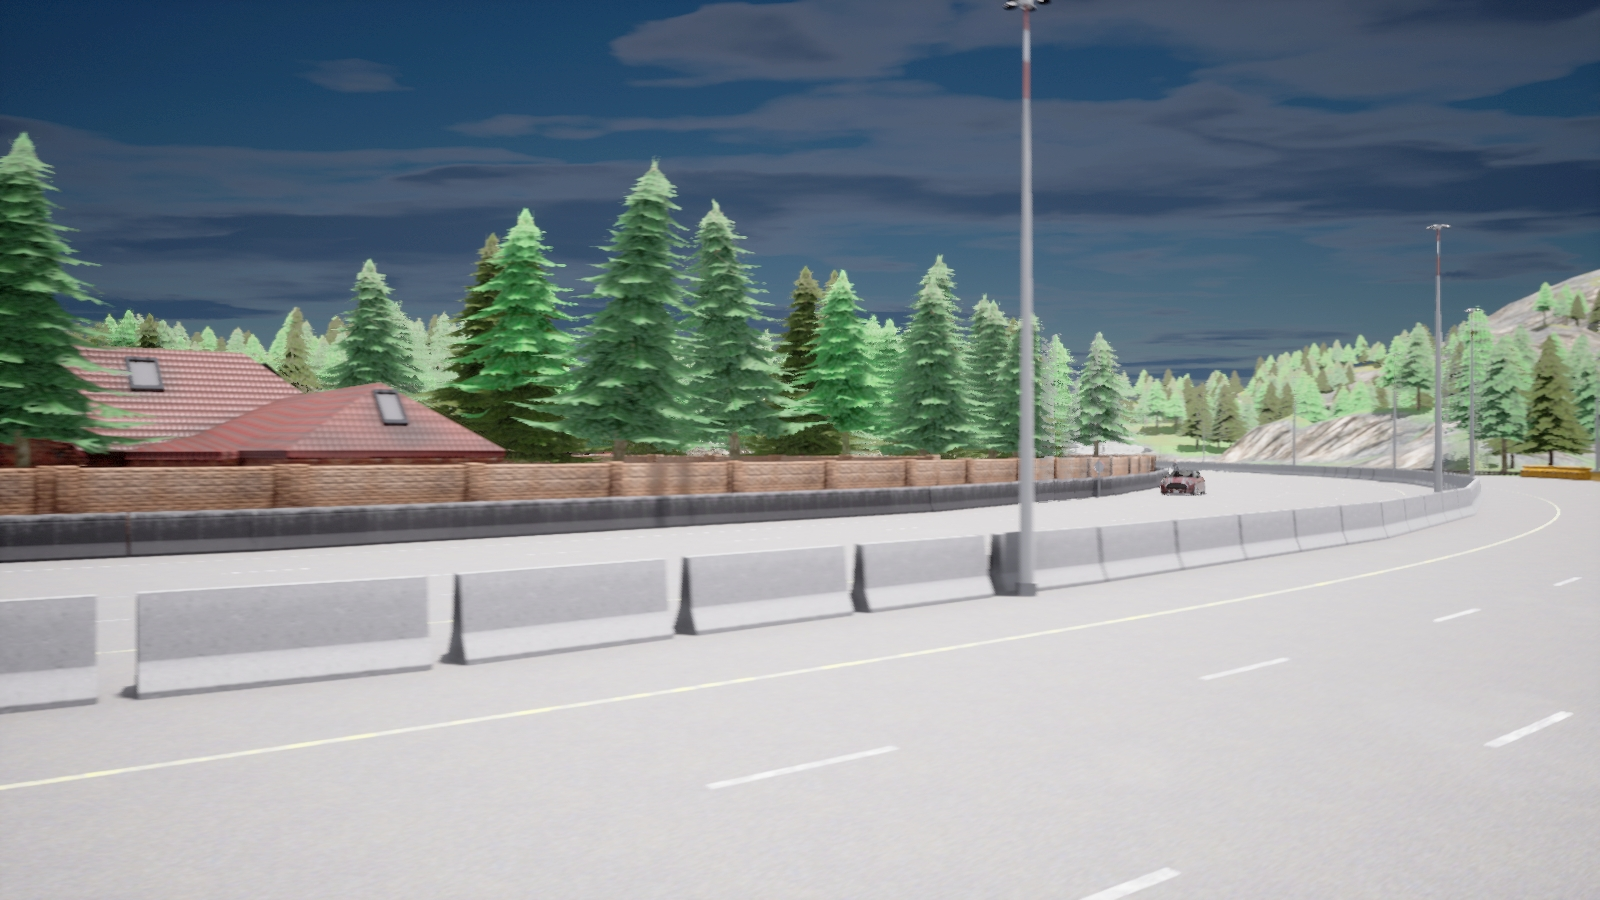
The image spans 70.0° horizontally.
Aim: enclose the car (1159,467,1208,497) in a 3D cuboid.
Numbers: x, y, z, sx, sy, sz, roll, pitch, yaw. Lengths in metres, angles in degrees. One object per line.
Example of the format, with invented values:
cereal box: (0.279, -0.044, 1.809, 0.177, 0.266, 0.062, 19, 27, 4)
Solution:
car: (24.378, 1.986, 72.521, 2.097, 1.767, 4.553, 0, 0, 30)
